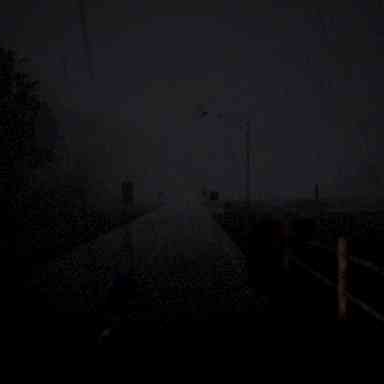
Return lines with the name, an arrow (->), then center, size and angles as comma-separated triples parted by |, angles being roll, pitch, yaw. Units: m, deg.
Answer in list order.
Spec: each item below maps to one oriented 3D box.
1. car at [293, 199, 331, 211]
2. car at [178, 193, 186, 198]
car -> 14.073, 1.481, 39.201 | 4.181, 1.385, 1.994 | 0, 0, -1
car -> -2.743, 1.070, 90.938 | 1.994, 1.385, 4.181 | 0, 0, 0
